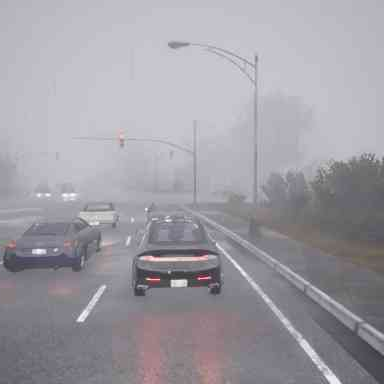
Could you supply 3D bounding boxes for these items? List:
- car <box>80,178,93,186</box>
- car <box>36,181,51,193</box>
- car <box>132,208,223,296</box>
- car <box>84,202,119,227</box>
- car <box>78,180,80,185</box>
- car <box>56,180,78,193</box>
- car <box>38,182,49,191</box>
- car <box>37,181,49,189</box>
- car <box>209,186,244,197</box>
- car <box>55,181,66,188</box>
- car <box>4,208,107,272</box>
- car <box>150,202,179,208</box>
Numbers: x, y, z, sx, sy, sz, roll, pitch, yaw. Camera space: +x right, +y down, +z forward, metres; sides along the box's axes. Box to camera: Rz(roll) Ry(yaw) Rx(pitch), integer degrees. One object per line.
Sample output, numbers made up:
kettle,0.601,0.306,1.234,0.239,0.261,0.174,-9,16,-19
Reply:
car,-26.350,-2.473,83.769,2.150,2.045,5.566,-1,3,-25
car,-23.425,-0.529,52.490,1.994,1.385,4.181,-1,3,-23
car,-0.415,1.409,8.480,2.128,1.511,4.902,0,1,-4
car,-5.259,1.226,19.224,1.895,1.301,4.718,0,2,-9
car,-29.501,-2.142,82.259,1.882,1.535,5.008,-1,3,-25
car,-20.360,-0.684,54.080,2.128,1.511,4.902,-2,3,-27
car,-27.047,-1.018,60.610,1.837,1.490,4.892,-1,3,-24
car,-31.451,-1.478,70.028,2.128,1.511,4.902,-1,3,-25
car,4.808,-0.091,46.025,4.902,1.511,2.128,0,3,-22
car,-28.539,-1.608,72.055,1.837,1.490,4.892,-1,3,-25
car,-4.123,1.452,10.502,1.994,1.385,4.181,0,1,-6
car,-1.471,1.218,17.817,2.033,1.411,5.357,0,2,-9
